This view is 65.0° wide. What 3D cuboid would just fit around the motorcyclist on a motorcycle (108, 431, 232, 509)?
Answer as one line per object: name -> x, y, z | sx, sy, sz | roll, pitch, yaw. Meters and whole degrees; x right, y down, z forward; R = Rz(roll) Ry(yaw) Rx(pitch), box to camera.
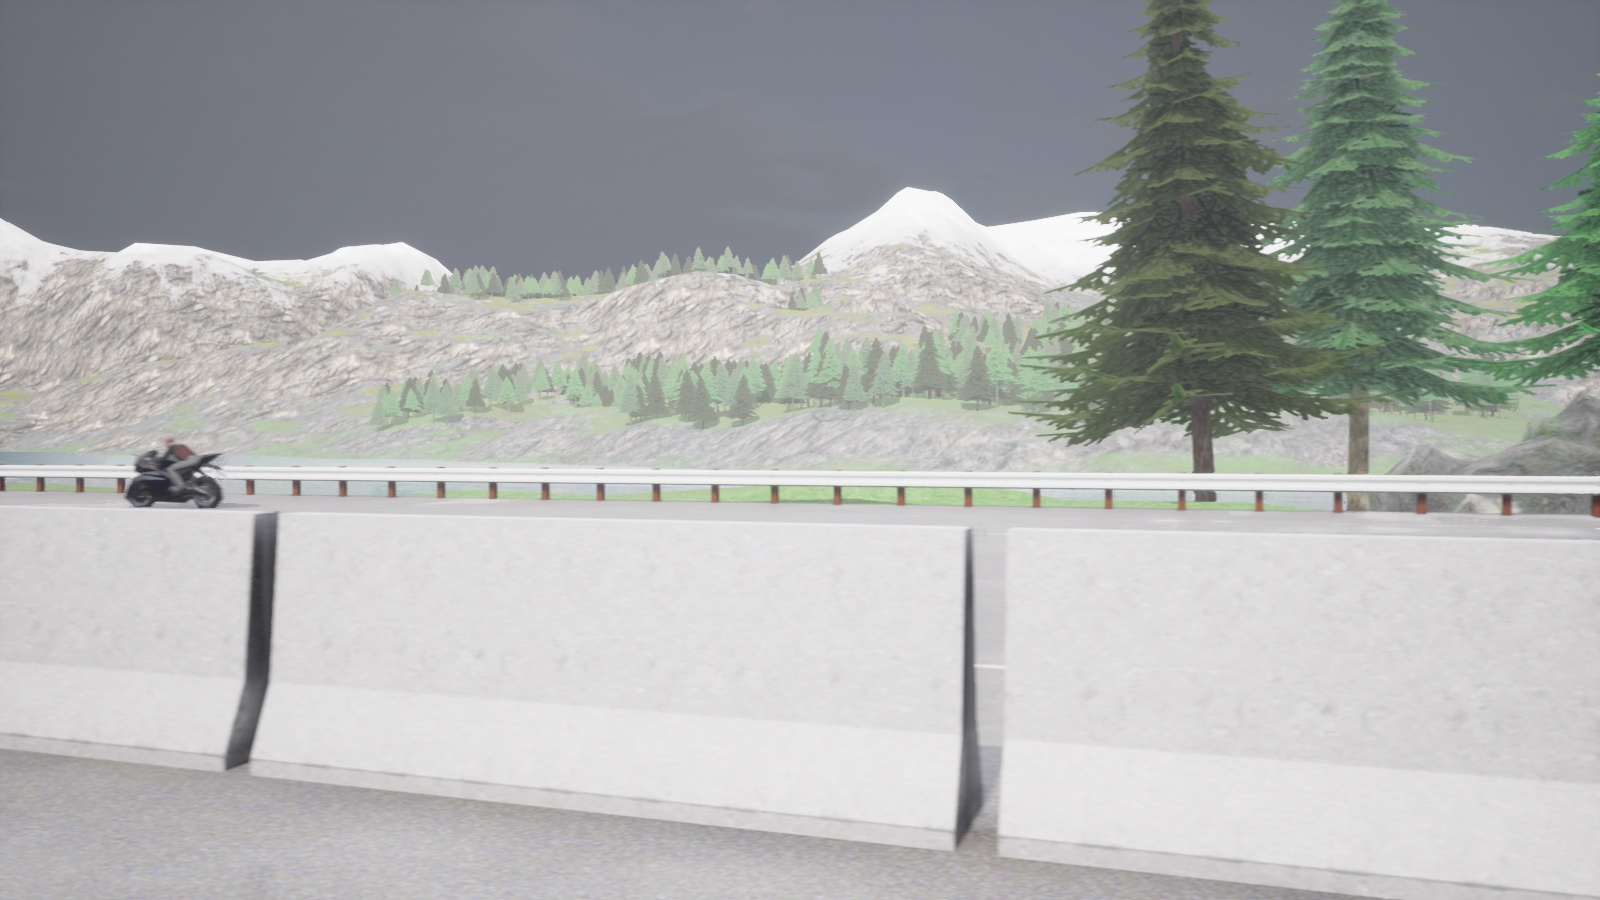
motorcyclist on a motorcycle -> -12.979, 0.398, 25.909 | 2.191, 1.530, 0.866 | 0, 3, 12
